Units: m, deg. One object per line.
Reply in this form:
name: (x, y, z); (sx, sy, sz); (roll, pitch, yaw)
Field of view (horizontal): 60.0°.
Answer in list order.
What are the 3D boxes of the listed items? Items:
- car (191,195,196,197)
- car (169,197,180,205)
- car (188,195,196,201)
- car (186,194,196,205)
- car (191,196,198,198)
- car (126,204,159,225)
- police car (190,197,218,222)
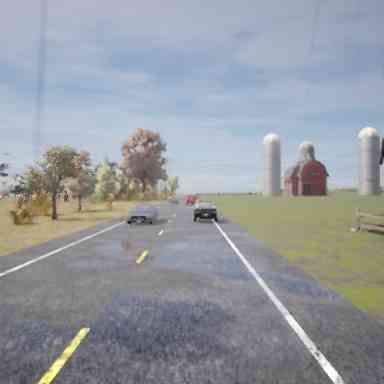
car: (1.043, 1.591, 43.549); (1.801, 1.575, 5.366); (0, 0, 0)
car: (-3.516, 1.729, 66.166); (1.837, 1.490, 4.892); (0, 0, 0)
car: (-0.013, 1.552, 84.532); (1.837, 1.490, 4.892); (0, 0, 0)
car: (-0.010, 1.408, 62.701); (2.150, 2.045, 5.566); (0, 0, 0)
car: (1.043, 1.575, 37.548); (1.801, 1.575, 5.366); (0, 0, 0)
car: (-3.594, 1.630, 25.074); (2.033, 1.411, 5.357); (0, 0, 0)
police car: (1.045, 1.515, 27.468); (1.930, 1.638, 5.238); (0, 0, 0)
